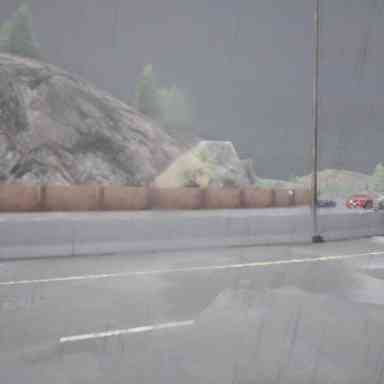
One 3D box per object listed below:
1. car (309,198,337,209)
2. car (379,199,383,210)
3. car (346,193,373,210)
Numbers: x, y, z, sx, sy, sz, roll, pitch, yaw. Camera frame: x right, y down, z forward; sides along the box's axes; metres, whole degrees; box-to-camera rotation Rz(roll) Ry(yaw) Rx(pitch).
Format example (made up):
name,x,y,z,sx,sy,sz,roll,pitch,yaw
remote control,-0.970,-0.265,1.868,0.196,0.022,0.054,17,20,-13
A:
name,x,y,z,sx,sy,sz,roll,pitch,yaw
car,16.753,1.433,42.487,1.895,1.301,4.718,1,1,43
car,23.986,1.429,40.156,2.128,1.511,4.902,1,1,40
car,21.531,1.108,42.558,2.150,2.045,5.566,1,1,40
